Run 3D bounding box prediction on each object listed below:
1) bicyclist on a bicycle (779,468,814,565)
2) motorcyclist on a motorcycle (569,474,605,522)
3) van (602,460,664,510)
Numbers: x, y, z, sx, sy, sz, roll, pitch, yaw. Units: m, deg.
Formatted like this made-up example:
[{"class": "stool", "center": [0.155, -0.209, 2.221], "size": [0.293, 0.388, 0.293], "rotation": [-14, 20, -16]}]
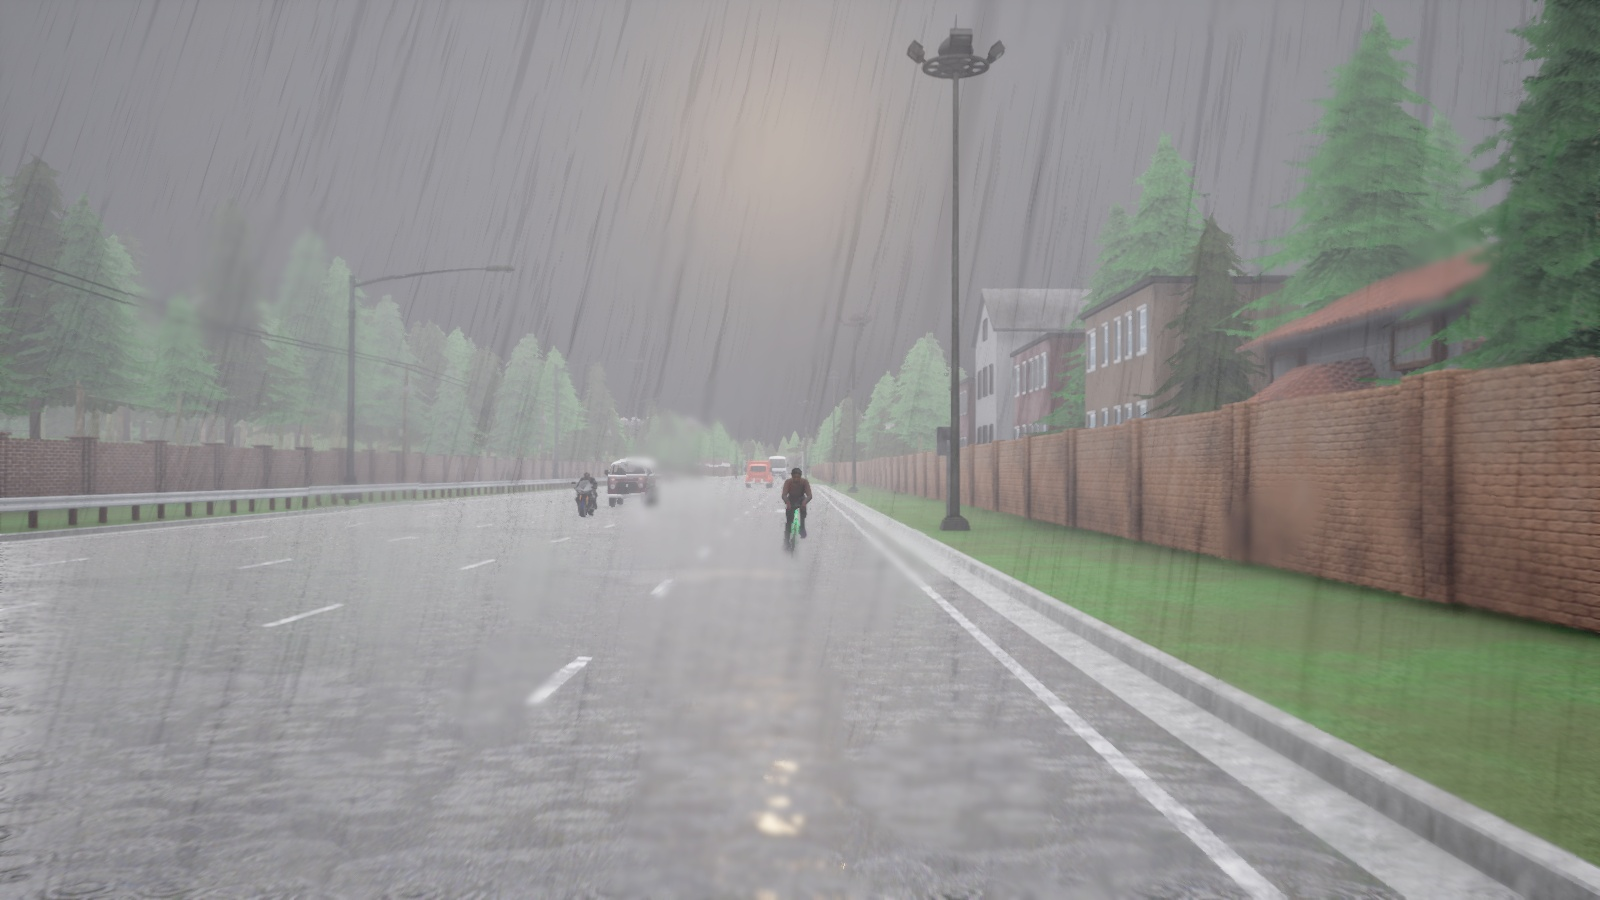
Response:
[{"class": "bicyclist on a bicycle", "center": [-0.054, 1.137, 22.049], "size": [0.582, 1.620, 1.656], "rotation": [0, -1, 0]}, {"class": "motorcyclist on a motorcycle", "center": [-7.103, 1.581, 41.969], "size": [0.866, 1.530, 2.191], "rotation": [0, -1, 0]}, {"class": "van", "center": [-7.133, 1.472, 54.058], "size": [2.069, 2.038, 4.480], "rotation": [0, -1, 0]}]
